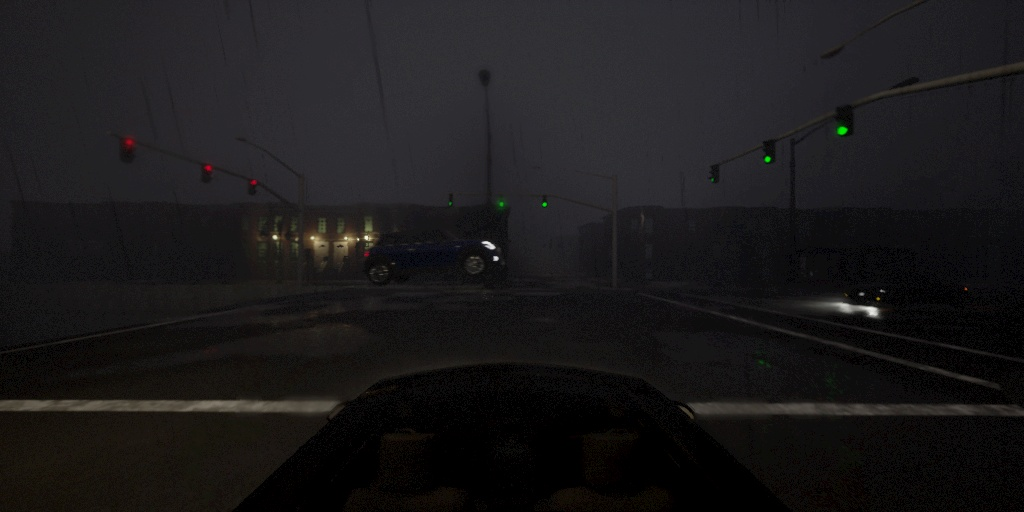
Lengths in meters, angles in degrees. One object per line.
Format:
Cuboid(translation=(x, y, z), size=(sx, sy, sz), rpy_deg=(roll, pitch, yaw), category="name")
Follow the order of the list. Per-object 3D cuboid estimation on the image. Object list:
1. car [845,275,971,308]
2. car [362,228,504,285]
Cuboid(translation=(17.770, 1.545, 16.228), size=(4.181, 1.385, 1.994), rpy_deg=(0, -1, -1), category="car")
Cuboid(translation=(-2.590, -0.144, 12.253), size=(4.553, 1.767, 2.097), rpy_deg=(-5, -3, 2), category="car")
